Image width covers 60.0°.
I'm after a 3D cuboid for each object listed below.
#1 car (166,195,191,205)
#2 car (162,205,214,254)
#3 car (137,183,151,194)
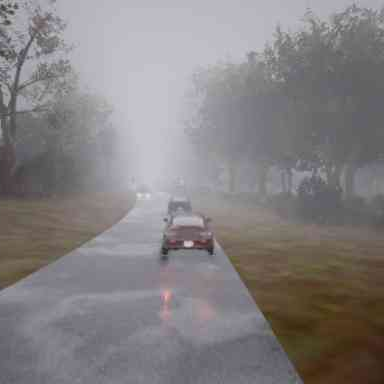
[{"bbox_3d":[-1.147,1.031,28.604,1.882,1.535,5.008,0,3,-5],"label":"car"},{"bbox_3d":[-0.179,1.481,13.173,1.812,1.442,4.674,0,1,-2],"label":"car"},{"bbox_3d":[-8.267,-0.703,56.949,2.097,1.767,4.553,2,3,-11],"label":"car"}]
